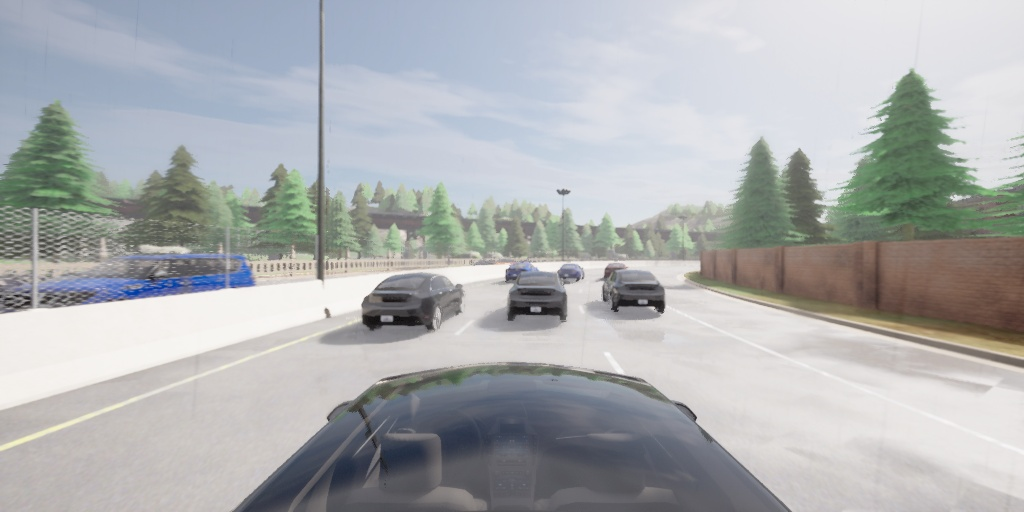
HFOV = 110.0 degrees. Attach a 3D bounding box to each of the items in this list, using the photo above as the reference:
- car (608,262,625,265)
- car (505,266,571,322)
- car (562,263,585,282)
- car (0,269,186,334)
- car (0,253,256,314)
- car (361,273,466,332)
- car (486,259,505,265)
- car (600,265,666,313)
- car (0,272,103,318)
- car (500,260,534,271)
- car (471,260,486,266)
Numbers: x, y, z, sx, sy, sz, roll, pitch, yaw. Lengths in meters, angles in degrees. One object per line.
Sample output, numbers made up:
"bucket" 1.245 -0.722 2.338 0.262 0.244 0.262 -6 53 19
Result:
"car" 9.337 1.308 31.902 1.882 1.535 5.008 0 0 20
"car" 0.955 1.273 12.536 1.837 1.490 4.892 0 0 7
"car" 4.927 1.334 29.925 1.812 1.442 4.674 0 0 18
"car" -13.454 1.227 11.294 1.812 1.442 4.674 0 0 6
"car" -10.078 0.937 10.144 2.150 2.045 5.566 0 0 5
"car" -2.745 1.255 10.988 1.837 1.490 4.892 0 0 6
"car" -1.280 1.160 51.121 2.097 1.767 4.553 0 0 28
"car" 4.743 1.293 14.409 1.837 1.490 4.892 0 0 9
"car" -16.959 1.287 11.590 1.895 1.301 4.718 0 0 6
"car" 0.914 1.266 28.835 1.882 1.535 5.008 0 0 17
"car" -4.236 1.303 53.037 1.837 1.490 4.892 0 -1 28
